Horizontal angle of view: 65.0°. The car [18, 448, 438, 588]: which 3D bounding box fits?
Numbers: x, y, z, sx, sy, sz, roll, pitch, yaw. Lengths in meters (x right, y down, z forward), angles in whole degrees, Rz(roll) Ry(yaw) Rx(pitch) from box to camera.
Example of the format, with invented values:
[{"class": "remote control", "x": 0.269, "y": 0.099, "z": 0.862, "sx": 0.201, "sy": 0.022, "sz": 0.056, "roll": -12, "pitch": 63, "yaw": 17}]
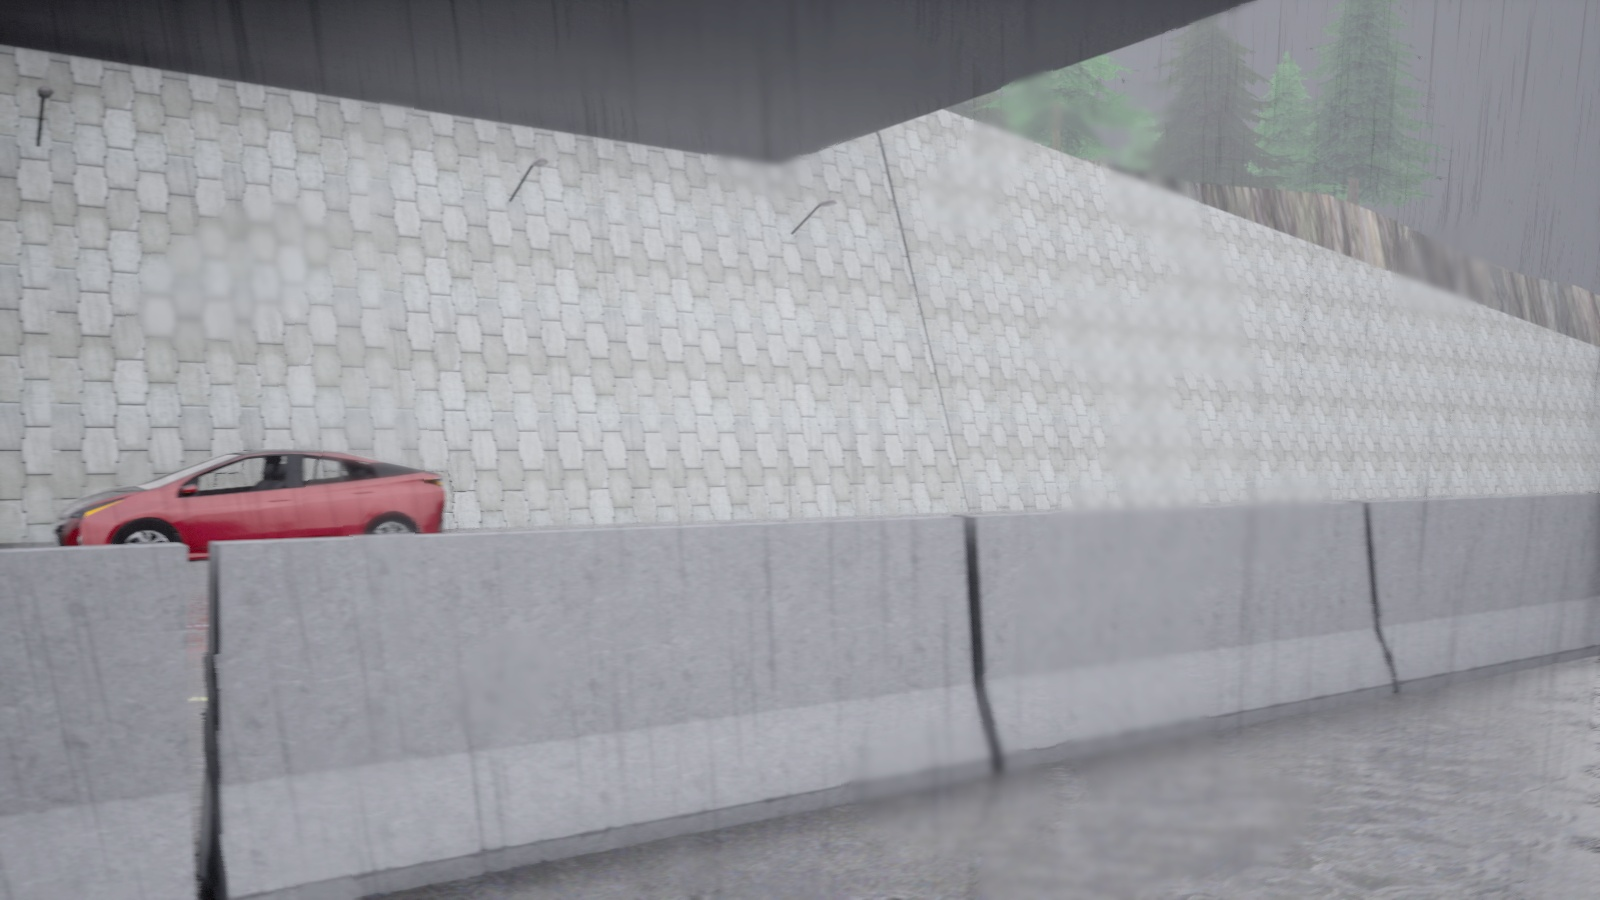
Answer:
[{"class": "car", "x": -7.105, "y": 0.745, "z": 15.772, "sx": 4.514, "sy": 1.525, "sz": 2.007, "roll": 0, "pitch": 0, "yaw": -35}]
